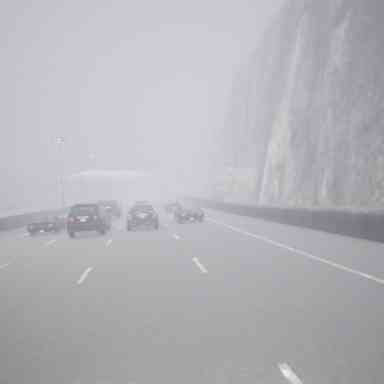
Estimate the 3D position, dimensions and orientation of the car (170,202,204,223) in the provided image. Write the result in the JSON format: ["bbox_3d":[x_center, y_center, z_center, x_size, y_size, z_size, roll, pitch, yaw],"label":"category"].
[{"bbox_3d":[-0.334,1.651,26.208,1.895,1.301,4.718,-4,0,-8],"label":"car"}]

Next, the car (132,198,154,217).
[{"bbox_3d":[-5.487,1.701,37.429,2.097,1.767,4.553,-4,0,-8],"label":"car"}]

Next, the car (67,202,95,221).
[{"bbox_3d":[-12.628,2.204,38.018,2.097,1.767,4.553,-4,0,-8],"label":"car"}]

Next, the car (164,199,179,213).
[{"bbox_3d":[-2.280,1.625,39.706,1.812,1.442,4.674,-4,1,-8],"label":"car"}]

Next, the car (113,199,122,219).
[{"bbox_3d":[-8.835,1.823,36.062,2.150,2.045,5.566,-4,1,-8],"label":"car"}]

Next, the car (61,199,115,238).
[{"bbox_3d":[-6.727,1.746,22.104,2.150,2.045,5.566,-4,0,-8],"label":"car"}]

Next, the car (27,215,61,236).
[{"bbox_3d":[-10.655,2.399,25.026,1.895,1.301,4.718,-4,0,-8],"label":"car"}]

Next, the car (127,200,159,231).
[{"bbox_3d":[-3.523,1.639,23.761,2.097,1.767,4.553,-4,0,-8],"label":"car"}]
